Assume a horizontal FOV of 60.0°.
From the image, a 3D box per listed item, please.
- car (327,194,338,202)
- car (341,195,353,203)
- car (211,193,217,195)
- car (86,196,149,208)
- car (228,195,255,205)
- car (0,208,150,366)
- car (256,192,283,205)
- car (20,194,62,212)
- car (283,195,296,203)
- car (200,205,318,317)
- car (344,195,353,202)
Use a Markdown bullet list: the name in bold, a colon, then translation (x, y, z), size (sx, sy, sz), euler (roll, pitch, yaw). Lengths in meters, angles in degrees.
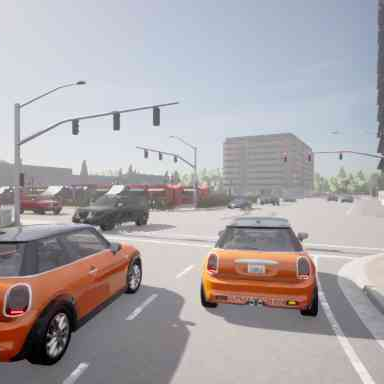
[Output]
- **car**: translation (33.550, 1.355, 79.364), size (2.097, 1.767, 4.553), euler (0, 0, 27)
- **car**: translation (32.097, 1.595, 68.987), size (1.895, 1.301, 4.718), euler (0, 0, 27)
- **car**: translation (5.058, 1.208, 86.961), size (4.605, 1.855, 1.932), euler (0, 0, 28)
- **car**: translation (-4.846, 1.249, 20.806), size (2.150, 2.045, 5.566), euler (0, 0, 26)
- **car**: translation (6.061, 1.491, 41.909), size (2.128, 1.511, 4.902), euler (0, 0, 27)
- **car**: translation (-2.494, 1.352, 6.118), size (2.097, 1.767, 4.553), euler (0, 0, 10)
- **car**: translation (12.904, 1.220, 55.037), size (2.150, 2.045, 5.566), euler (0, 0, 28)
- **car**: translation (-16.132, 1.277, 34.793), size (5.566, 2.045, 2.150), euler (0, 0, 28)
- **car**: translation (20.080, 1.355, 68.640), size (2.097, 1.767, 4.553), euler (0, 0, 27)
- **car**: translation (1.622, 1.352, 7.828), size (2.097, 1.767, 4.553), euler (0, 0, 14)
- **car**: translation (36.687, 1.500, 77.809), size (1.837, 1.490, 4.892), euler (0, 0, 27)
